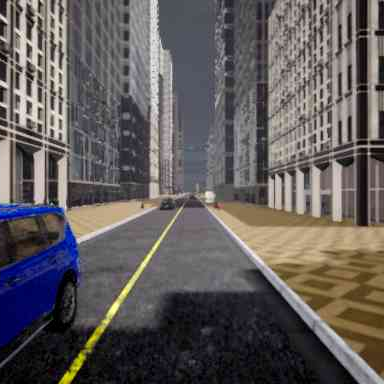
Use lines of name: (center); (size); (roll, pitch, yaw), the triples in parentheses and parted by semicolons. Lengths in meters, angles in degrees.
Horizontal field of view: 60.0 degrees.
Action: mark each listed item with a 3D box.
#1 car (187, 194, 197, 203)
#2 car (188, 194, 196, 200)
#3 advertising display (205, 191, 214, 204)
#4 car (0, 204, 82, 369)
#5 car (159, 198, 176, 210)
car: (0.032, 1.408, 68.815); (2.128, 1.511, 4.902); (0, 0, 0)
car: (0.039, 1.315, 83.351); (1.837, 1.490, 4.892); (0, 0, 0)
advertising display: (3.159, 1.029, 60.746); (1.540, 2.440, 0.280); (0, 0, 0)
car: (-3.086, 1.222, 3.920); (2.150, 2.045, 5.566); (0, 0, 0)
car: (-3.062, 1.507, 42.587); (1.837, 1.490, 4.892); (0, 0, 0)
